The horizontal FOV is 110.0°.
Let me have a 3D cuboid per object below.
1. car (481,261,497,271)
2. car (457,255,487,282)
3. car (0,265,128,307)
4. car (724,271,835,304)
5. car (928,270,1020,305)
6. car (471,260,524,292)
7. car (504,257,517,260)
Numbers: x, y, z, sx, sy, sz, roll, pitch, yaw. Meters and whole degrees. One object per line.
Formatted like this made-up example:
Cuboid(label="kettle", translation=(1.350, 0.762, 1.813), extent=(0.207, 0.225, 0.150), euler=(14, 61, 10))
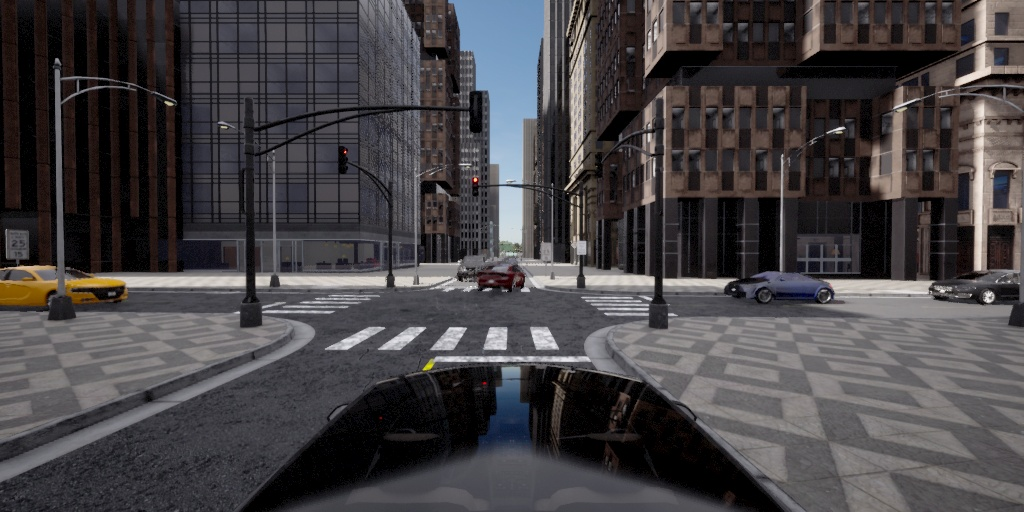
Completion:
Cuboid(label="car", translation=(-3.101, 1.316, 49.718), extent=(1.895, 1.301, 4.718), euler=(0, 0, 0))
Cuboid(label="car", translation=(-3.108, 0.957, 29.526), extent=(2.150, 2.045, 5.566), euler=(0, 0, 0))
Cuboid(label="car", translation=(-17.336, 1.118, 13.292), extent=(5.008, 1.535, 1.882), euler=(0, 1, 0))
Cuboid(label="car", translation=(12.230, 1.389, 16.558), extent=(4.181, 1.385, 1.994), euler=(0, 1, 0))
Cuboid(label="car", translation=(22.312, 1.405, 16.578), extent=(4.892, 1.490, 1.837), euler=(0, 1, 0))
Cuboid(label="car", translation=(-0.538, 1.205, 21.044), extent=(1.882, 1.535, 5.008), euler=(1, 0, 13))
Cuboid(label="car", translation=(0.074, 1.251, 58.914), extent=(2.033, 1.411, 5.357), euler=(0, 0, 0))
